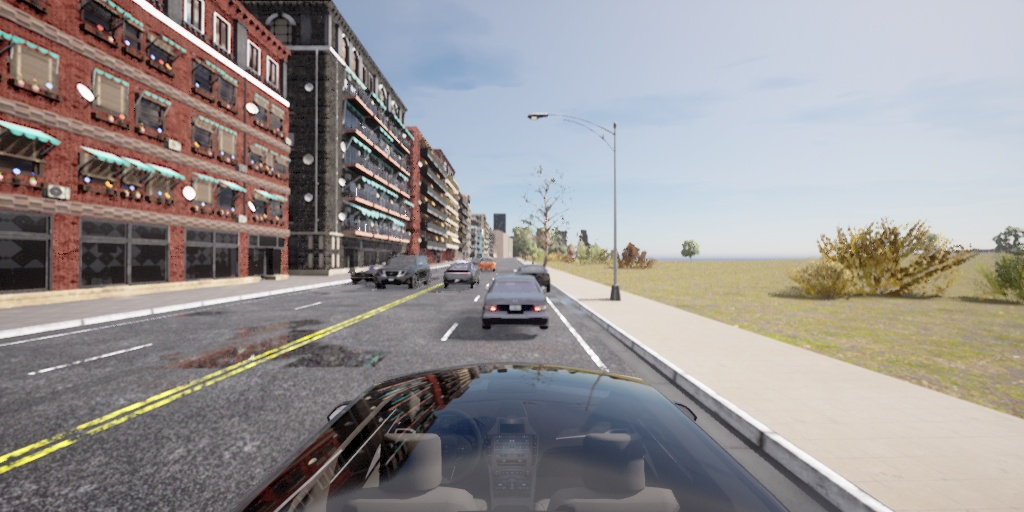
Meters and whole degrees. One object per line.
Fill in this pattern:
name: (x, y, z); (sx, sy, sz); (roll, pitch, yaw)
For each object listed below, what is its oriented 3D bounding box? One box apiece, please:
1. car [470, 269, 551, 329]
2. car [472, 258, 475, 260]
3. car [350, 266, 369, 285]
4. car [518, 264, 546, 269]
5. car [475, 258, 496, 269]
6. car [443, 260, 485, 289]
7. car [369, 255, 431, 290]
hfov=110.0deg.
car: (0.100, 1.286, 11.119); (2.033, 1.411, 5.357); (0, 0, 0)
car: (-6.579, 1.169, 64.812); (1.837, 1.490, 4.892); (0, 0, 0)
car: (-9.861, 1.321, 25.953); (1.895, 1.301, 4.718); (0, 0, 0)
car: (1.129, 1.205, 20.882); (1.882, 1.535, 5.008); (0, 0, 0)
car: (-3.171, 1.045, 46.591); (2.097, 1.767, 4.553); (0, 0, 0)
car: (-3.160, 1.215, 23.138); (2.128, 1.511, 4.902); (0, 0, 0)
car: (-6.609, 0.946, 22.350); (2.150, 2.045, 5.566); (0, 0, 0)
